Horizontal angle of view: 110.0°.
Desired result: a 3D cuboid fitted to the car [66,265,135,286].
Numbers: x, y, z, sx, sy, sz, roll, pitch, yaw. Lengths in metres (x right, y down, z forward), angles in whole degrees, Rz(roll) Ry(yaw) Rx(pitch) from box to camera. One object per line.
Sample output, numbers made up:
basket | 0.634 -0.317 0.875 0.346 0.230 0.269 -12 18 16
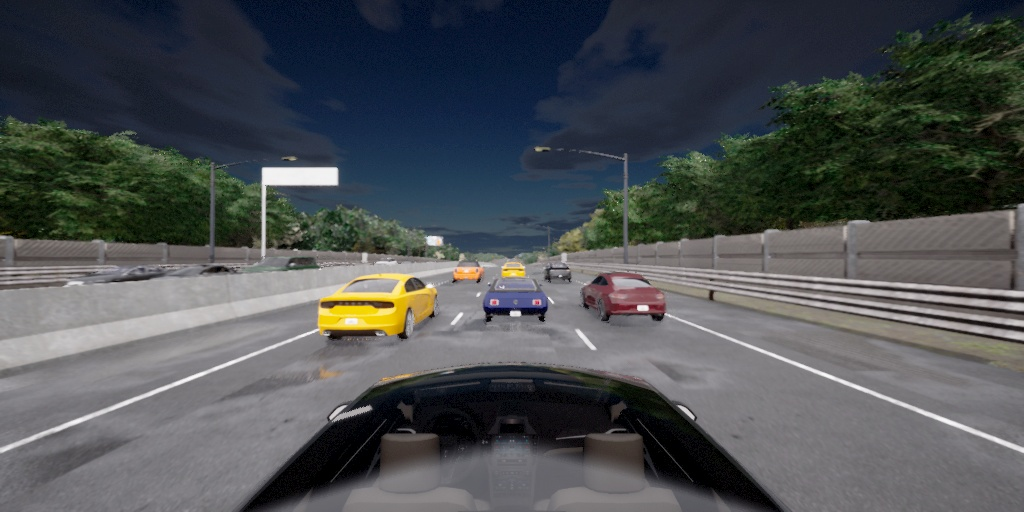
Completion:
car | -21.090 1.257 19.732 2.128 1.511 4.902 0 0 0

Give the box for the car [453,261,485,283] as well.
car | -3.388 1.163 28.815 2.097 1.767 4.553 0 0 0

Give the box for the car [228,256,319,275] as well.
car | -14.088 0.997 22.079 2.150 2.045 5.566 0 0 0

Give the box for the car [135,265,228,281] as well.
car | -17.591 1.272 20.151 1.837 1.490 4.892 0 0 0

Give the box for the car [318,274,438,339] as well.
car | -3.396 1.227 10.059 1.882 1.535 5.008 0 0 0

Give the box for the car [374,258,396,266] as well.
car | -21.004 1.325 59.934 2.150 2.045 5.566 0 -1 1

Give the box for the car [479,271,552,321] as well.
car | 0.106 1.352 12.415 1.895 1.301 4.718 0 0 0

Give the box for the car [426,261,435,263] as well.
car | -14.011 1.644 61.650 1.812 1.442 4.674 0 -1 1

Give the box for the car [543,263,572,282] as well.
car | 3.613 1.304 29.025 2.128 1.511 4.902 0 0 0

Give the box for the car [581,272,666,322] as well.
car | 3.605 1.276 12.176 1.812 1.442 4.674 0 0 0

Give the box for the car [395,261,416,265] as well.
car | -17.516 1.583 60.399 1.882 1.535 5.008 0 -1 1

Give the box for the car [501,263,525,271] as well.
car | 0.114 1.302 30.626 1.882 1.535 5.008 0 0 0
